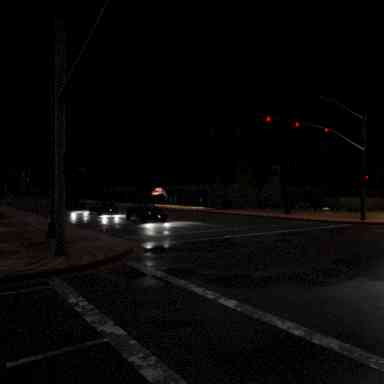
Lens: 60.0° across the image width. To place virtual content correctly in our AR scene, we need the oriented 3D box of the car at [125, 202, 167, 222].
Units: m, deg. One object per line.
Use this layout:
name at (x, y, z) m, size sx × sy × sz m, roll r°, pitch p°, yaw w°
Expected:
car at (-3.760, 1.526, 26.371) m, size 1.812 × 1.442 × 4.674 m, roll 0°, pitch 0°, yaw -36°

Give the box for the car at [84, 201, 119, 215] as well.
car at (-8.991, 1.564, 33.687) m, size 1.994 × 1.385 × 4.181 m, roll 0°, pitch 0°, yaw -35°

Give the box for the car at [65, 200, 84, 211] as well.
car at (-14.829, 1.601, 41.896) m, size 1.895 × 1.301 × 4.718 m, roll 0°, pitch 0°, yaw -35°
